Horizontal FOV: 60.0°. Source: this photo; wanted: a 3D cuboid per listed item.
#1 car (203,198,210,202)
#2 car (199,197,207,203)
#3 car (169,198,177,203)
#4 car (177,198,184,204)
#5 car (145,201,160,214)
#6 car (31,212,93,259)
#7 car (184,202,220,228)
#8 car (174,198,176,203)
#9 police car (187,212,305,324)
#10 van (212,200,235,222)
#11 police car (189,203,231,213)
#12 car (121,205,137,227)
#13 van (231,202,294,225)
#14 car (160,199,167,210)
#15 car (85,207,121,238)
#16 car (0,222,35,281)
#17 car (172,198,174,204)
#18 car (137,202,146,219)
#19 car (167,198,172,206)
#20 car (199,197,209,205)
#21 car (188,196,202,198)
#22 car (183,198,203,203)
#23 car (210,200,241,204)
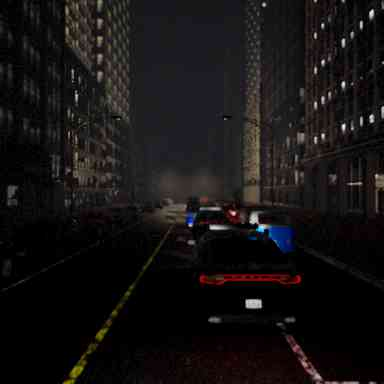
[{"bbox_3d":[2.872,2.044,52.905,2.008,1.369,4.403,-1,-1,0],"label":"car"},{"bbox_3d":[3.005,2.303,92.690,1.967,1.590,4.097,-1,-1,0],"label":"car"},{"bbox_3d":[-5.374,2.442,92.717,1.947,1.339,4.313,-1,-1,0],"label":"car"},{"bbox_3d":[-2.703,2.327,85.070,1.812,1.442,4.674,0,-1,0],"label":"car"},{"bbox_3d":[-5.547,1.951,41.567,2.008,1.369,4.403,-1,-1,0],"label":"car"},{"bbox_3d":[-5.643,1.699,13.149,1.947,1.339,4.313,-1,-1,0],"label":"car"},{"bbox_3d":[0.733,1.700,23.573,1.882,1.535,5.008,0,-1,7],"label":"car"},{"bbox_3d":[-5.413,2.294,81.180,1.752,1.417,4.829,-1,-1,0],"label":"car"},{"bbox_3d":[0.935,1.496,7.585,1.930,1.638,5.238,0,-1,0],"label":"police car"},{"bbox_3d":[2.793,1.622,30.173,1.690,1.788,3.998,-1,-1,0],"label":"van"},{"bbox_3d":[0.969,1.590,17.585,1.930,1.638,5.238,0,-1,0],"label":"police car"},{"bbox_3d":[-5.605,1.791,24.516,2.008,1.369,4.403,-1,-1,0],"label":"car"},{"bbox_3d":[2.735,1.462,13.123,1.690,1.788,3.998,-1,-1,0],"label":"van"},{"bbox_3d":[-5.509,2.057,52.933,2.008,1.369,4.403,-1,-1,0],"label":"car"},{"bbox_3d":[-5.624,1.731,18.833,1.887,1.381,4.507,-1,-1,0],"label":"car"},{"bbox_3d":[-5.663,1.630,7.466,2.008,1.369,4.403,-1,-1,0],"label":"car"},{"bbox_3d":[-5.452,2.105,69.984,1.967,1.590,4.097,-1,-1,0],"label":"car"},{"bbox_3d":[-5.585,1.875,30.199,1.802,1.307,4.206,-1,-1,0],"label":"car"},{"bbox_3d":[-5.470,2.194,64.299,1.802,1.307,4.206,-1,-1,0],"label":"car"},{"bbox_3d":[2.965,2.073,81.325,2.192,1.841,5.009,-1,-1,0],"label":"car"},{"bbox_3d":[0.208,1.771,58.520,2.150,2.045,5.566,0,-1,0],"label":"car"},{"bbox_3d":[0.174,1.898,44.646,1.882,1.535,5.008,0,-1,1],"label":"car"},{"bbox_3d":[2.773,1.542,24.490,2.192,1.841,5.009,-1,-1,0],"label":"car"}]
